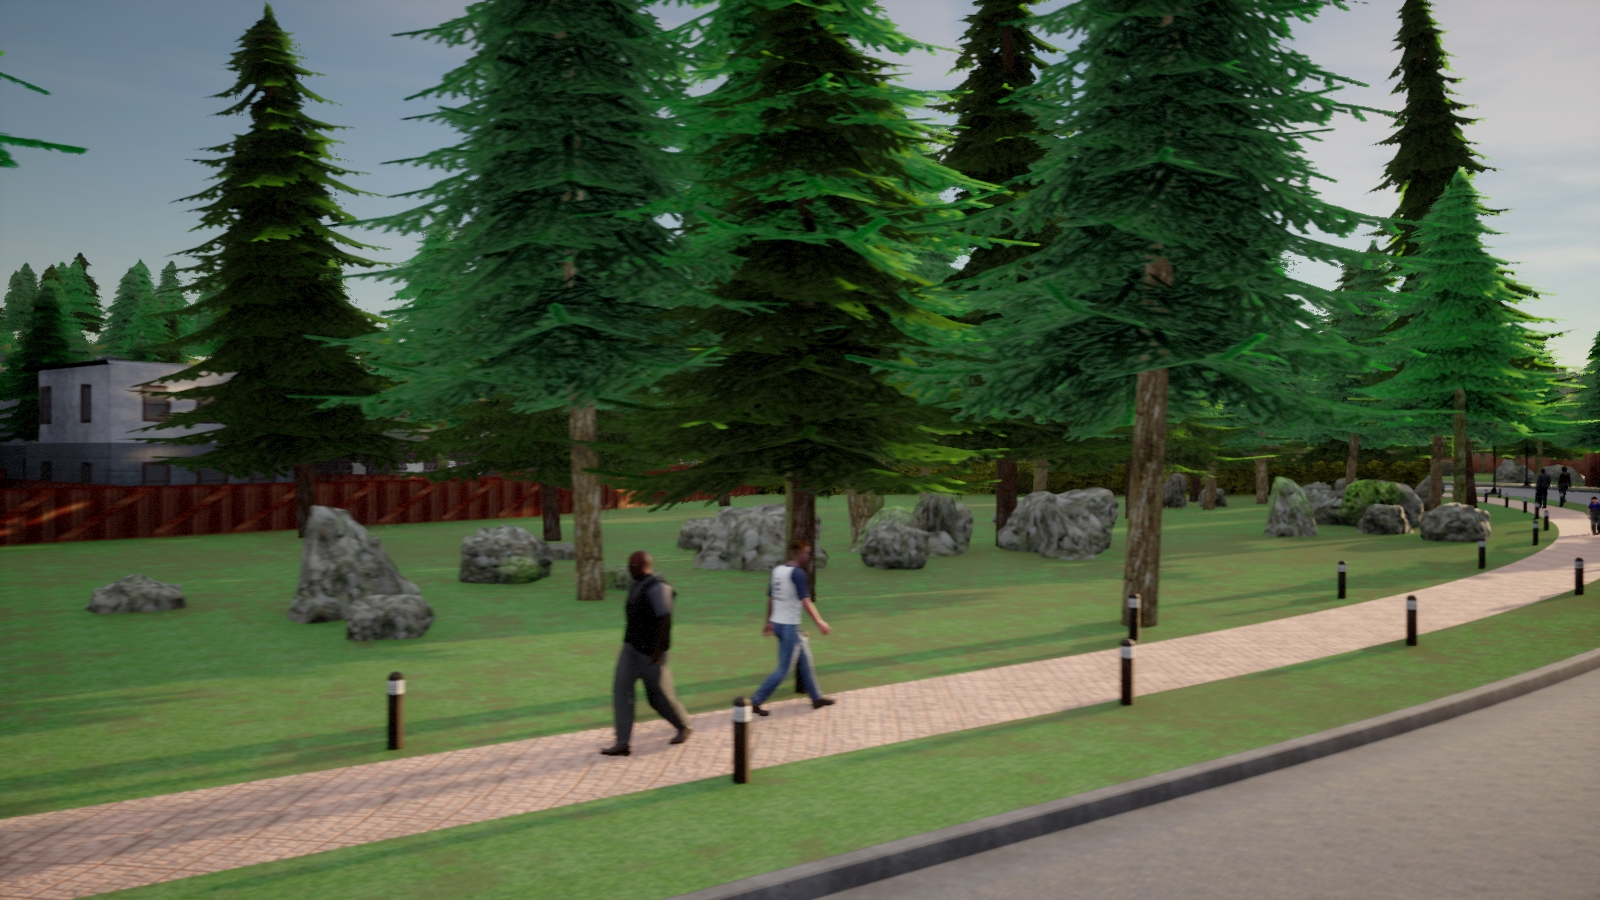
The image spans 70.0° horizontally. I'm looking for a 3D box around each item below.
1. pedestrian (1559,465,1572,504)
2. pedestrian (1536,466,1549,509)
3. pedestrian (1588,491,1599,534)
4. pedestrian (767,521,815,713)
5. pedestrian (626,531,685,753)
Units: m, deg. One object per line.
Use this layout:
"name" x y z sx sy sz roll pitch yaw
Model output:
"pedestrian" 36.662 1.663 54.739 0.375 1.860 0.375 0 0 5
"pedestrian" 32.931 1.663 50.667 0.375 1.860 0.375 0 0 13
"pedestrian" 24.836 1.944 35.636 0.375 1.300 0.375 0 0 39
"pedestrian" -0.090 1.664 11.506 0.375 1.860 0.375 0 0 -22
"pedestrian" -1.274 1.662 10.052 0.375 1.860 0.375 0 0 -39
